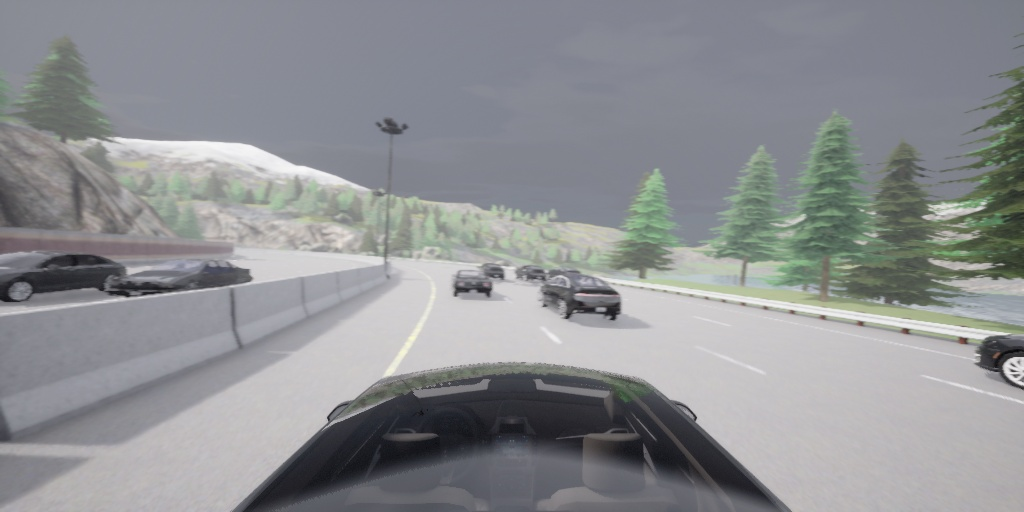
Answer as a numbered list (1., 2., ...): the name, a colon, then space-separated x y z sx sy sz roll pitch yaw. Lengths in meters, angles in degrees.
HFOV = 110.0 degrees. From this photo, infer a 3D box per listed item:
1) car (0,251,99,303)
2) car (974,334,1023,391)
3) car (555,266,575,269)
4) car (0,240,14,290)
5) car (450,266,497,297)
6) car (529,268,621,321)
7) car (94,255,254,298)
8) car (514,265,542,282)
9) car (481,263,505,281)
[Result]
1. car: -15.394 0.585 11.719 1.837 1.490 4.892 3 -1 -10
2. car: 10.503 1.790 5.225 1.837 1.490 4.892 3 0 -6
3. car: 4.818 1.715 33.950 2.128 1.511 4.902 3 0 -17
4. car: -18.752 0.261 10.575 2.097 1.767 4.553 3 0 -10
5. car: -2.258 1.371 19.047 1.895 1.301 4.718 3 0 -12
6. car: 2.346 1.443 13.508 2.128 1.511 4.902 3 0 -10
7. car: -12.181 0.798 13.797 2.033 1.411 5.357 3 0 -10
8. car: 1.597 1.562 32.530 1.837 1.490 4.892 4 0 -17
9. car: -2.001 1.387 32.351 1.837 1.490 4.892 4 0 -17
